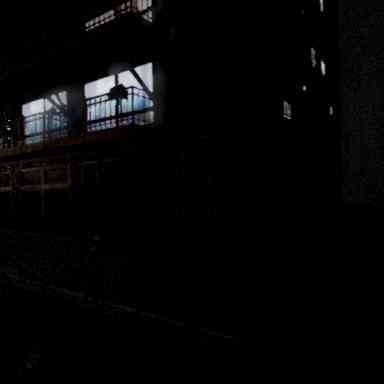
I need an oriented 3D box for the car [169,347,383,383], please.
[{"bbox_3d":[1.628,1.580,1.730,4.206,1.307,1.802,0,-1,36],"label":"car"}]
